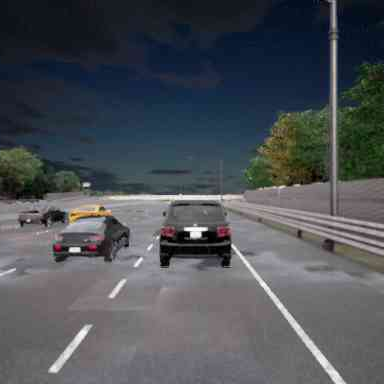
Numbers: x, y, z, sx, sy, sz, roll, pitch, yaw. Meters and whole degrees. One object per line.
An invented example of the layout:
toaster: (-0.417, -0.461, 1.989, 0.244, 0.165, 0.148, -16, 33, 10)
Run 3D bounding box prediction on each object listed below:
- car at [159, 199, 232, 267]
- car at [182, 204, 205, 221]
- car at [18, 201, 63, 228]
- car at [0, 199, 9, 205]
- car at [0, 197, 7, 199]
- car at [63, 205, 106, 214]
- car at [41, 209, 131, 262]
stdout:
car: (0.105, 1.268, 11.753, 2.150, 2.045, 5.566, 0, 0, 0)
car: (0.114, 1.806, 30.669, 1.994, 1.385, 4.181, 0, -1, 0)
car: (-10.389, 1.644, 23.568, 2.128, 1.511, 4.902, 0, -1, 0)
car: (-21.074, 1.792, 35.883, 1.882, 1.535, 5.008, 0, -1, 0)
car: (-28.039, 1.681, 46.613, 2.150, 2.045, 5.566, 0, -1, 1)
car: (-6.889, 1.625, 23.144, 1.882, 1.535, 5.008, 0, -1, 0)
car: (-3.494, 1.575, 12.225, 1.812, 1.442, 4.674, 0, 0, 0)
